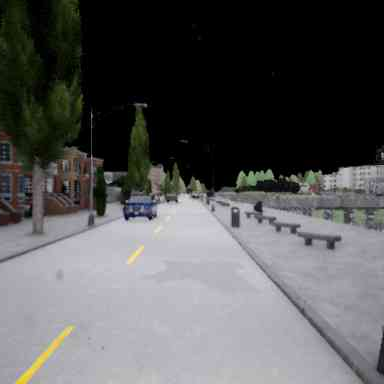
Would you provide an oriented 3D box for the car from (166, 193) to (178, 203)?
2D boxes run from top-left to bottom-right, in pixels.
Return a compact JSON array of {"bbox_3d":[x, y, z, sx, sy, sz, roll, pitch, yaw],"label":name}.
[{"bbox_3d":[-4.014,1.217,68.313,2.150,2.045,5.566,0,0,0],"label":"car"}]

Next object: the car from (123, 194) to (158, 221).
[{"bbox_3d":[-4.103,1.219,27.333,2.150,2.045,5.566,0,0,0],"label":"car"}]
